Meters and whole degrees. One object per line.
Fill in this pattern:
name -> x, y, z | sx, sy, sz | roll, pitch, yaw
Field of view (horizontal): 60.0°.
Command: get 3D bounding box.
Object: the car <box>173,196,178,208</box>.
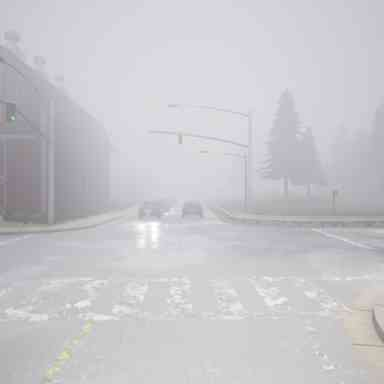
car -> -3.539, 1.526, 49.332 | 1.812, 1.442, 4.674 | 0, 0, 0

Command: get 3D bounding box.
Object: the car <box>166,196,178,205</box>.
car -> -3.486, 1.478, 59.820 | 1.882, 1.535, 5.008 | 0, 0, 0

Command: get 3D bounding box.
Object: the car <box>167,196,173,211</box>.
car -> -3.555, 1.505, 39.067 | 1.837, 1.490, 4.892 | 0, 0, 0

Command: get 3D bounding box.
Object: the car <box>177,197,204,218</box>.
car -> 0.033, 1.492, 30.411 | 2.128, 1.511, 4.902 | 0, 0, 0

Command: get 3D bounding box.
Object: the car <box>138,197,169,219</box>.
car -> -3.568, 1.491, 29.596 | 2.128, 1.511, 4.902 | 0, 0, 0

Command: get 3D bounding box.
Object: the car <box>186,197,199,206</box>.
car -> 0.062, 1.547, 55.877 | 2.033, 1.411, 5.357 | 0, 0, 0
